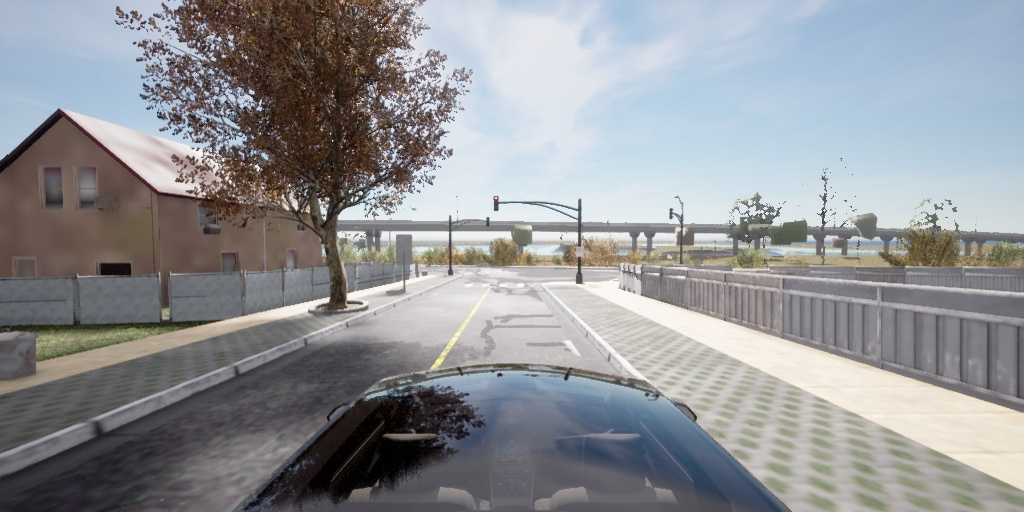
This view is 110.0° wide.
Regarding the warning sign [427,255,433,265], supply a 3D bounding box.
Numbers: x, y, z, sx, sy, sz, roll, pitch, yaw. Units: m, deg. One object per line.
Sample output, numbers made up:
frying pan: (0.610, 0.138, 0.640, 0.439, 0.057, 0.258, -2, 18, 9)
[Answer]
warning sign: (-14.265, 0.745, 62.125, 1.060, 1.860, 1.300, 0, 0, 36)
